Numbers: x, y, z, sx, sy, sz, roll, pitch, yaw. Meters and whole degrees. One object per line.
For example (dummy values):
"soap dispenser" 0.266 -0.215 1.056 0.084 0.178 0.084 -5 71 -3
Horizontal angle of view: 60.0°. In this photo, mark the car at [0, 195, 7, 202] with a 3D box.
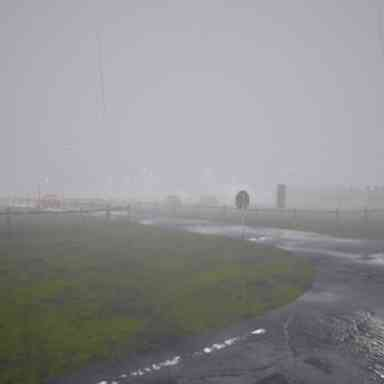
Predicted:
"car" -46.102 1.499 79.933 1.882 1.535 5.008 2 -1 -45

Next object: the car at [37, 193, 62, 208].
"car" -20.744 1.256 48.342 2.150 2.045 5.566 2 -1 -40
